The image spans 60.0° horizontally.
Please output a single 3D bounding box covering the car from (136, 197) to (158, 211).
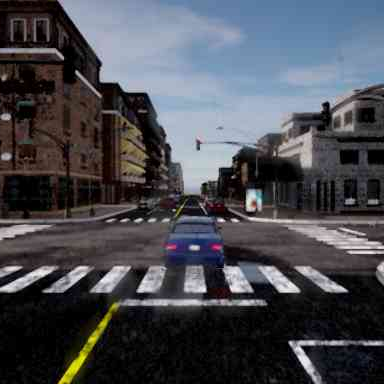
[{"bbox_3d":[-5.692,1.523,40.636,2.008,1.369,4.403,0,0,0],"label":"car"}]

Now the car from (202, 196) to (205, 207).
[{"bbox_3d":[2.689,1.553,46.344,1.802,1.307,4.206,0,0,0],"label":"car"}]

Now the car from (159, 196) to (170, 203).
[{"bbox_3d":[-5.690,1.501,68.950,1.752,1.417,4.829,0,0,0],"label":"car"}]

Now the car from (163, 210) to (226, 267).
[{"bbox_3d":[0.080,1.548,11.309,2.033,1.411,5.357,0,0,0],"label":"car"}]

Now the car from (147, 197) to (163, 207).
[{"bbox_3d":[-5.691,1.523,52.030,2.008,1.369,4.403,0,0,0],"label":"car"}]

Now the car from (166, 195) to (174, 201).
[{"bbox_3d":[-5.688,1.512,86.039,1.752,1.417,4.829,-1,0,0],"label":"car"}]

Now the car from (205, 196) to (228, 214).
[{"bbox_3d":[2.687,1.413,34.951,1.967,1.590,4.097,0,0,0],"label":"car"}]

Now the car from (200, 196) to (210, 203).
[{"bbox_3d":[2.691,1.526,69.131,2.008,1.369,4.403,-1,0,0],"label":"car"}]

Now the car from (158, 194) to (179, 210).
[{"bbox_3d":[-3.084,1.449,43.742,1.882,1.535,5.008,0,0,0],"label":"car"}]

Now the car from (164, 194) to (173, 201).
[{"bbox_3d":[-5.690,1.422,80.512,1.967,1.590,4.097,-1,0,0],"label":"car"}]
